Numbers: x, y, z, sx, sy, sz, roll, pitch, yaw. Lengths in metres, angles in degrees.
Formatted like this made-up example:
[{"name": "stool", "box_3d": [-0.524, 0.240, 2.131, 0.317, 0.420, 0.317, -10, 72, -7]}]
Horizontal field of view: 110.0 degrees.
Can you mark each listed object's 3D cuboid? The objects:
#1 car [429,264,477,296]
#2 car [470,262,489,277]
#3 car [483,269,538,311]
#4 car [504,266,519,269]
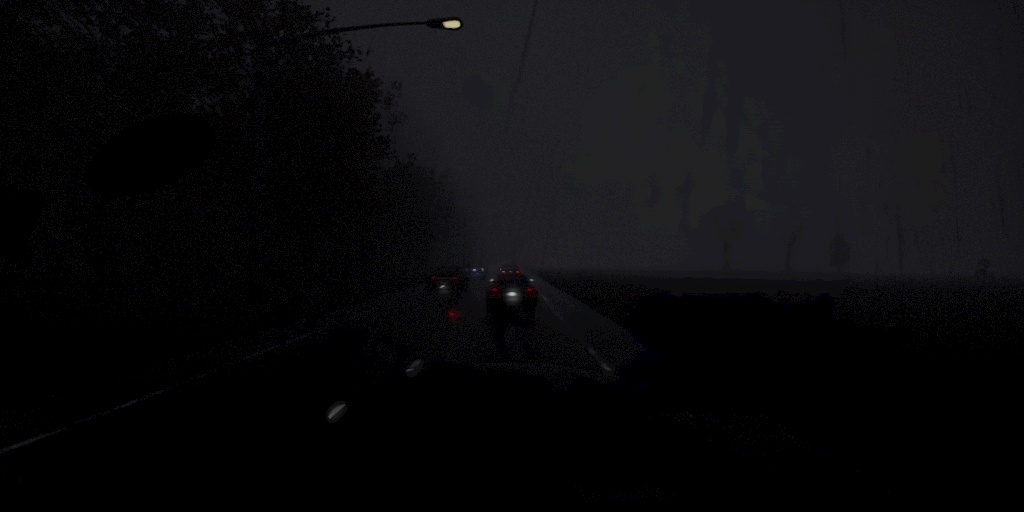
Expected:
[{"name": "car", "box_3d": [-3.486, 1.422, 20.716, 2.128, 1.511, 4.902, 0, -1, 0]}, {"name": "car", "box_3d": [-3.561, 1.437, 37.084, 2.097, 1.767, 4.553, 0, -1, 0]}, {"name": "car", "box_3d": [0.032, 1.442, 15.261, 1.994, 1.385, 4.181, 0, -1, 0]}, {"name": "car", "box_3d": [-0.045, 1.599, 33.592, 2.033, 1.411, 5.357, 0, -1, 0]}]
